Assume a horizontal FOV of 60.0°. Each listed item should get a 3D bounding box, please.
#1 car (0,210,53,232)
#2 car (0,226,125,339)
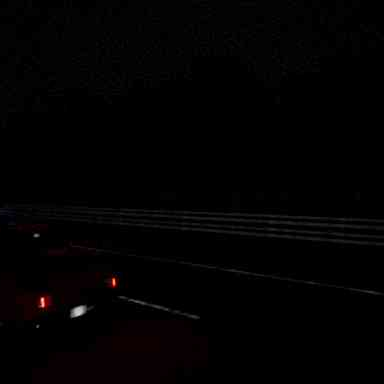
[{"bbox_3d":[-7.835,1.481,13.887,5.008,1.535,1.882,0,0,36],"label":"car"},{"bbox_3d":[-3.603,1.603,6.564,4.718,1.301,1.895,0,0,36],"label":"car"}]
